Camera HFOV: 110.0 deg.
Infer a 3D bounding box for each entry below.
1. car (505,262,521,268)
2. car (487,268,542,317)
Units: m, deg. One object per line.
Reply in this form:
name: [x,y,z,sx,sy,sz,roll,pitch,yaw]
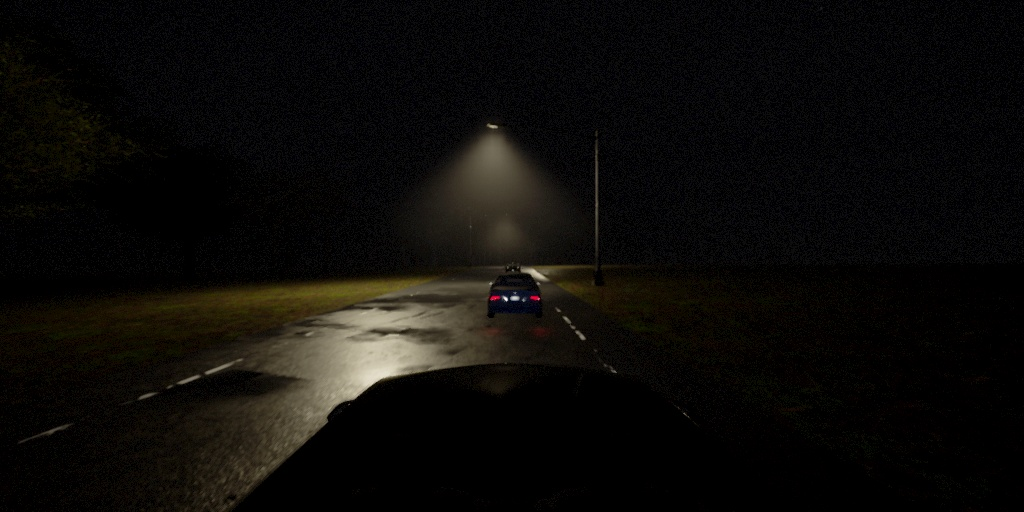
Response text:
car: [0.137,1.482,46.154,1.895,1.301,4.718,0,0,1]
car: [0.090,1.337,13.370,2.033,1.411,5.357,0,0,0]
